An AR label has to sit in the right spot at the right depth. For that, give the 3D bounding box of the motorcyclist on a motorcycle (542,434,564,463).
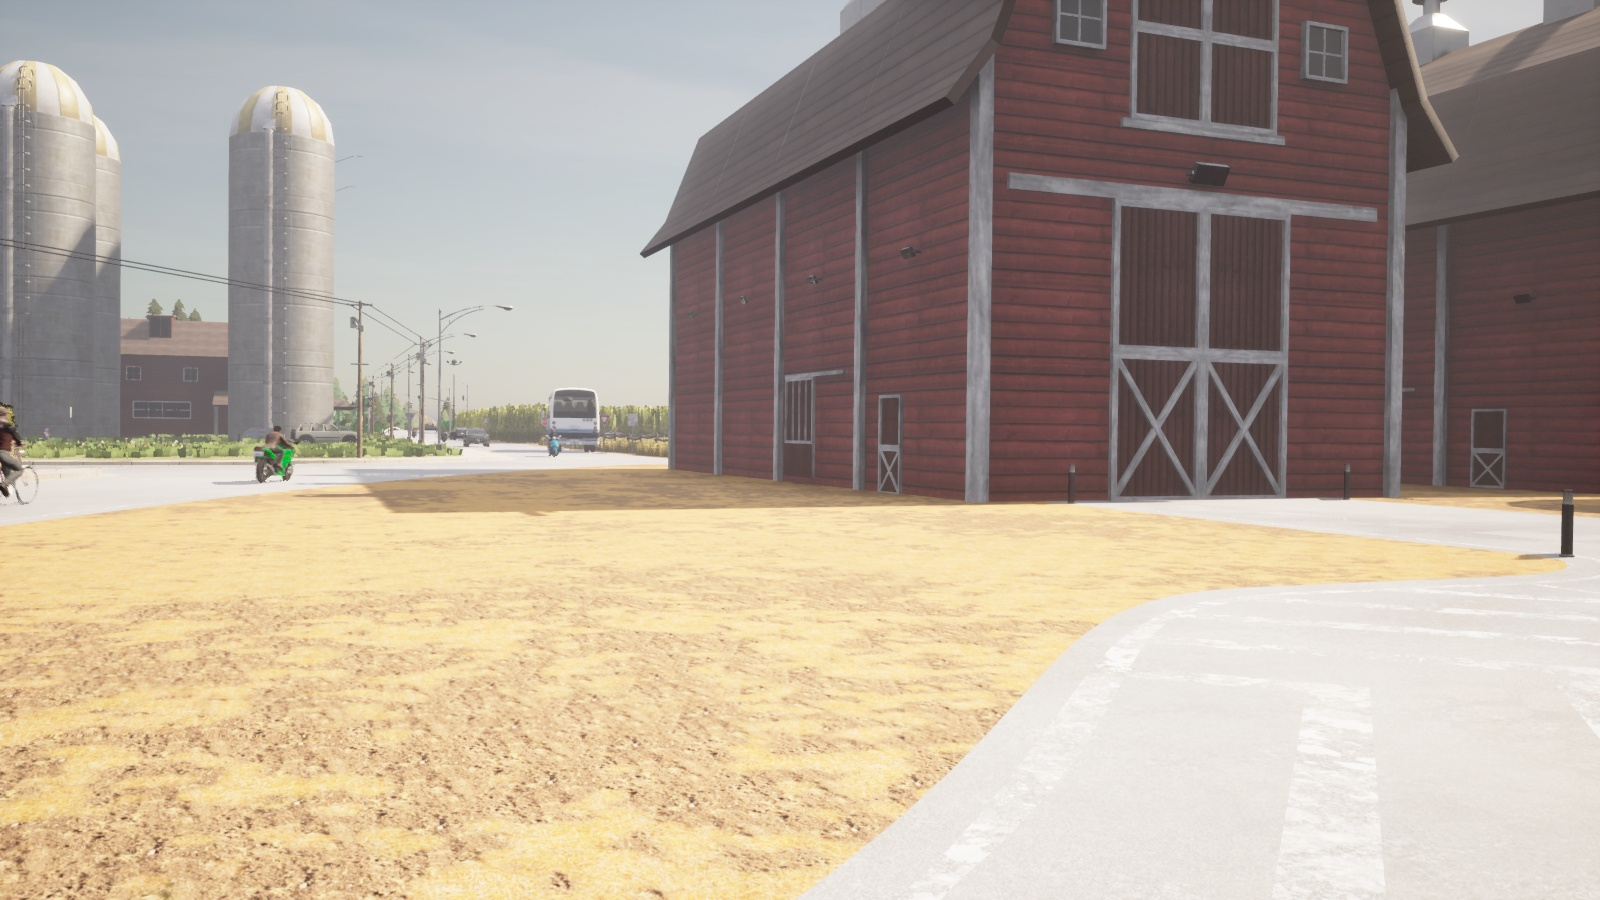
[{"bbox_3d":[-13.691,-0.092,69.556,0.866,1.590,1.817,-1,1,-22],"label":"motorcyclist on a motorcycle"}]

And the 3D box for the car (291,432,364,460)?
[{"bbox_3d":[-32.601,-0.303,86.657,4.605,1.855,1.932,-1,1,-22],"label":"car"}]

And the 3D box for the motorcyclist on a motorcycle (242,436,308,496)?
[{"bbox_3d":[-13.926,0.406,33.354,0.797,1.523,2.044,0,1,3],"label":"motorcyclist on a motorcycle"}]

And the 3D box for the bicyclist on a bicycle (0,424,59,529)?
[{"bbox_3d":[-13.960,0.436,22.217,0.659,1.776,1.843,0,1,-3],"label":"bicyclist on a bicycle"}]

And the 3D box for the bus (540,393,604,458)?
[{"bbox_3d":[-15.978,-1.689,87.501,3.944,4.253,10.273,-1,1,-13],"label":"bus"}]
